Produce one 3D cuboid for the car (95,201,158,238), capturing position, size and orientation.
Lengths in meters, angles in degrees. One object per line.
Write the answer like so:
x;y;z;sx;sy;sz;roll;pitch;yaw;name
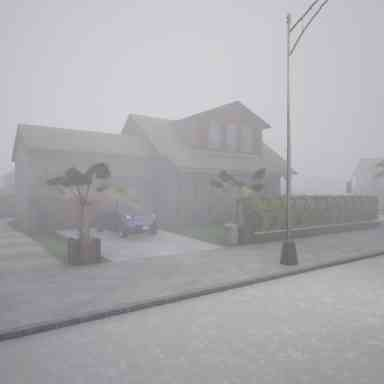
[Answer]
-3.041;1.173;15.278;1.845;1.501;3.633;0;0;-38;car
